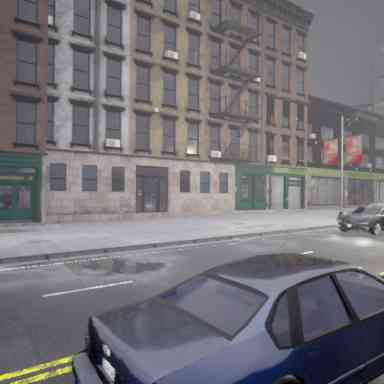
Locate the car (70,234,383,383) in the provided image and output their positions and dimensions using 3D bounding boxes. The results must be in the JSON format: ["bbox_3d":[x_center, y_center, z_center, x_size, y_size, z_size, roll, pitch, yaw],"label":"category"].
[{"bbox_3d":[1.356,1.545,4.257,5.357,1.411,2.033,0,0,-34],"label":"car"}]

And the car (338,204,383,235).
[{"bbox_3d":[9.943,1.427,18.125,4.892,1.490,1.837,-1,0,-34],"label":"car"}]
